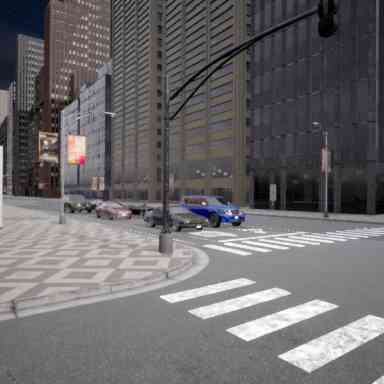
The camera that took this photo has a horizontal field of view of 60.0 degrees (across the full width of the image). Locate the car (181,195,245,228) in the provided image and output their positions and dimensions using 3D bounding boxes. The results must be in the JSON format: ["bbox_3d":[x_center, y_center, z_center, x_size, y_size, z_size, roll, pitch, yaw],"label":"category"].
[{"bbox_3d":[1.175,1.269,23.126,2.150,2.045,5.566,1,-1,-36],"label":"car"}]

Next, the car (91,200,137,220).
[{"bbox_3d":[-6.851,1.586,28.769,1.812,1.442,4.674,1,-1,-36],"label":"car"}]

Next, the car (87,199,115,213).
[{"bbox_3d":[-11.072,1.657,40.277,1.812,1.442,4.674,1,-1,-35],"label":"car"}]

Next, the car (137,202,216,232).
[{"bbox_3d":[-1.153,1.569,20.803,2.033,1.411,5.357,1,-1,-35],"label":"car"}]

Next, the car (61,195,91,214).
[{"bbox_3d":[-13.074,1.321,37.489,2.150,2.045,5.566,1,0,-36],"label":"car"}]
